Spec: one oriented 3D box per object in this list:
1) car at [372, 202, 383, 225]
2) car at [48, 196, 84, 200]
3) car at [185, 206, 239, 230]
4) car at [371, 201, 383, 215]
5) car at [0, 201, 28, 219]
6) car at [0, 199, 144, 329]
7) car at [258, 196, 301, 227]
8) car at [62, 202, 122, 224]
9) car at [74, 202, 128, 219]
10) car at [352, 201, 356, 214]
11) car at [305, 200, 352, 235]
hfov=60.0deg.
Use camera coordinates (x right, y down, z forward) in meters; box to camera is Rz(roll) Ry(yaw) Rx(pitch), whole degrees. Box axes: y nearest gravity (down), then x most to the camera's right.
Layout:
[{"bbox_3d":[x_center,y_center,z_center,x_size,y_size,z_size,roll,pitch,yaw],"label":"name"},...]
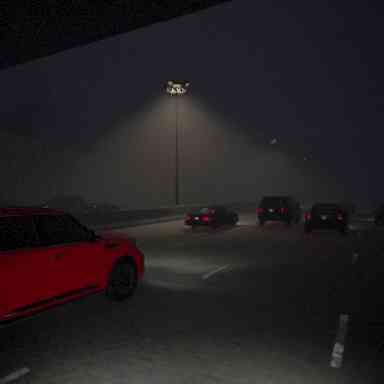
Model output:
[{"bbox_3d":[14.369,1.590,24.241,1.837,1.490,4.892,0,0,28],"label":"car"},{"bbox_3d":[-12.974,1.398,32.811,2.150,2.045,5.566,0,0,28],"label":"car"},{"bbox_3d":[1.455,1.648,22.204,2.033,1.411,5.357,0,0,28],"label":"car"},{"bbox_3d":[20.990,1.732,36.893,1.895,1.301,4.718,0,0,28],"label":"car"},{"bbox_3d":[-18.024,1.667,30.705,2.128,1.511,4.902,0,0,28],"label":"car"},{"bbox_3d":[-3.147,1.253,5.863,2.150,2.045,5.566,0,-1,28],"label":"car"},{"bbox_3d":[6.460,1.322,24.225,2.150,2.045,5.566,0,0,28],"label":"car"},{"bbox_3d":[-8.009,1.646,27.199,1.837,1.490,4.892,0,0,28],"label":"car"},{"bbox_3d":[-8.894,1.717,33.055,2.033,1.411,5.357,0,0,28],"label":"car"},{"bbox_3d":[17.067,1.617,36.948,1.882,1.535,5.008,0,0,28],"label":"car"},{"bbox_3d":[8.133,1.429,19.871,2.097,1.767,4.553,0,0,28],"label":"car"}]
